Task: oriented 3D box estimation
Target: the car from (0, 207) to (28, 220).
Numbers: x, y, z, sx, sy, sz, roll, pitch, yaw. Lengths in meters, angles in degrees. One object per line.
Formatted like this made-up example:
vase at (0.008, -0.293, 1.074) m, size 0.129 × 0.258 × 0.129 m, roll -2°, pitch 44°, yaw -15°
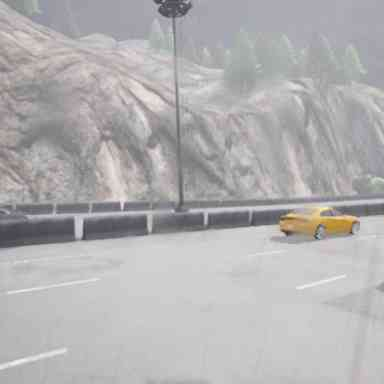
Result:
car at (-11.269, 1.494, 17.412) m, size 4.902 × 1.511 × 2.128 m, roll 0°, pitch 0°, yaw -35°

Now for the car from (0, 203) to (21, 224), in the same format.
car at (-15.108, 1.549, 23.272) m, size 5.357 × 1.411 × 2.033 m, roll 0°, pitch 0°, yaw -35°

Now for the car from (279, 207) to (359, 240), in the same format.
car at (6.633, 1.492, 17.081) m, size 5.008 × 1.535 × 1.882 m, roll 0°, pitch 0°, yaw -36°
